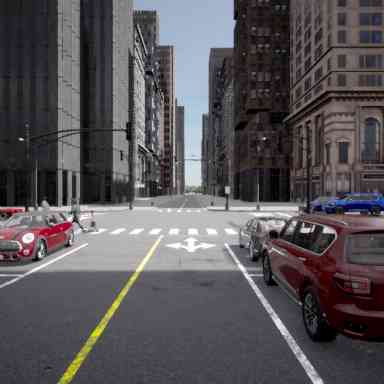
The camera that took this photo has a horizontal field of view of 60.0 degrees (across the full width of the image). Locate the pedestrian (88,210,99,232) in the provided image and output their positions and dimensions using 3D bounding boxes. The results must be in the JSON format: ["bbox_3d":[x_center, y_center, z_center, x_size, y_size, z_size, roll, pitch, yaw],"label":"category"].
[{"bbox_3d":[-5.489,1.578,18.681,0.375,1.300,0.375,0,0,0],"label":"pedestrian"}]

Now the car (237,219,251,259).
[{"bbox_3d":[2.727,1.550,12.008,2.008,1.369,4.403,0,0,0],"label":"car"}]

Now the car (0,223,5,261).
[{"bbox_3d":[-5.783,1.525,6.211,1.752,1.417,4.829,0,0,0],"label":"car"}]

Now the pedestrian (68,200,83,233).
[{"bbox_3d":[-6.329,1.293,18.063,0.375,1.860,0.375,0,0,0],"label":"pedestrian"}]

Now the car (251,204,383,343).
[{"bbox_3d":[2.741,1.314,6.406,2.192,1.841,5.009,0,0,0],"label":"car"}]

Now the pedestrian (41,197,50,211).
[{"bbox_3d":[-7.716,1.142,17.471,0.375,1.860,0.375,0,0,0],"label":"pedestrian"}]

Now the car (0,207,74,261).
[{"bbox_3d":[-5.799,1.439,11.983,1.967,1.590,4.097,0,0,0],"label":"car"}]

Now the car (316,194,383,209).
[{"bbox_3d":[14.975,1.167,30.883,5.566,2.045,2.150,0,0,-2],"label":"car"}]

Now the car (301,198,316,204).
[{"bbox_3d":[13.302,1.289,34.119,4.553,1.767,2.097,0,0,0],"label":"car"}]
